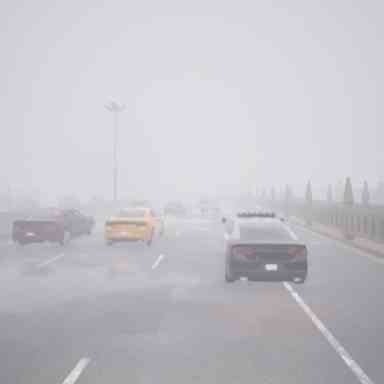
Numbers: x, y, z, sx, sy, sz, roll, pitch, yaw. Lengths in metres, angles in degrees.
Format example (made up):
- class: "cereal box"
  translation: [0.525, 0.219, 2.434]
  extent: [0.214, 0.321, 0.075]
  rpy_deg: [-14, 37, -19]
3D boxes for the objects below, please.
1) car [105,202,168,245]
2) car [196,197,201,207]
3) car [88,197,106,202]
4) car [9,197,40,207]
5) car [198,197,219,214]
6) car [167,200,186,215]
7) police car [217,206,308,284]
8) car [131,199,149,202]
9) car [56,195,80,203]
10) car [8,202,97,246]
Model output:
- class: "car"
  translation: [-2.491, 1.442, 15.352]
  extent: [1.882, 1.535, 5.008]
  rpy_deg: [0, 0, 3]
- class: "car"
  translation: [1.633, 1.404, 44.605]
  extent: [1.837, 1.490, 4.892]
  rpy_deg: [0, 0, -4]
- class: "car"
  translation: [-12.582, 1.389, 44.230]
  extent: [2.128, 1.511, 4.902]
  rpy_deg: [0, 0, -5]
- class: "car"
  translation: [-19.317, 1.399, 38.527]
  extent: [2.128, 1.511, 4.902]
  rpy_deg: [0, 0, -1]
- class: "car"
  translation: [1.831, 1.524, 34.314]
  extent: [1.895, 1.301, 4.718]
  rpy_deg: [0, 0, 2]
- class: "car"
  translation: [-1.647, 1.488, 33.204]
  extent: [1.994, 1.385, 4.181]
  rpy_deg: [0, 0, 1]
- class: "police car"
  translation: [1.841, 1.404, 9.718]
  extent: [1.930, 1.638, 5.238]
  rpy_deg: [0, 0, 3]
- class: "car"
  translation: [-5.147, 1.414, 33.208]
  extent: [2.128, 1.511, 4.902]
  rpy_deg: [0, 0, 1]
- class: "car"
  translation: [-16.037, 1.250, 43.317]
  extent: [2.097, 1.767, 4.553]
  rpy_deg: [0, 0, -5]
- class: "car"
  translation: [-6.009, 1.442, 15.128]
  extent: [1.882, 1.535, 5.008]
  rpy_deg: [0, 0, 3]
